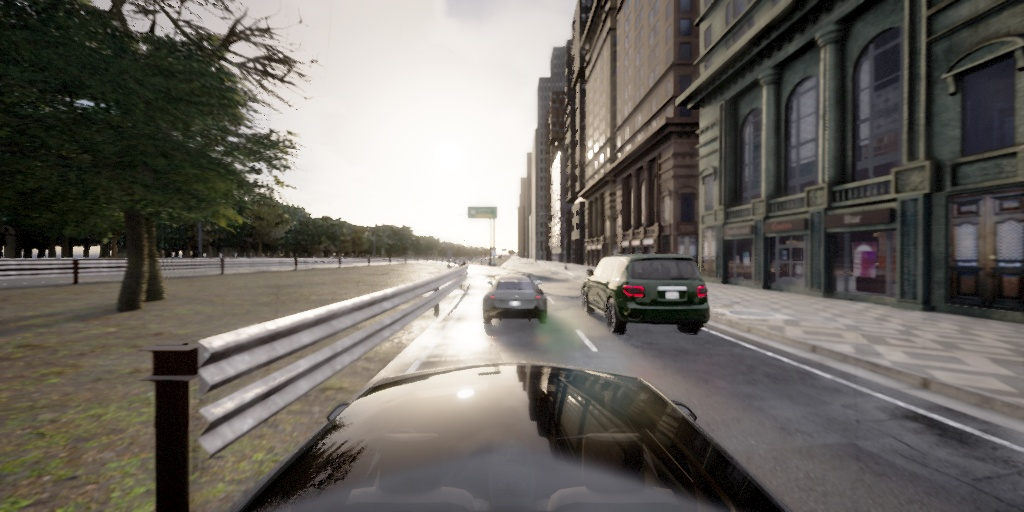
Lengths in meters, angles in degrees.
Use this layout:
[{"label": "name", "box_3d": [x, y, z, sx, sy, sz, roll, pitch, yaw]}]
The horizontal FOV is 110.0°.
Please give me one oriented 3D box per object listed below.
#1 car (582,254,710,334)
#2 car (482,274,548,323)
[{"label": "car", "box_3d": [3.595, 0.967, 10.714, 2.150, 2.045, 5.566, 0, 0, 0]}, {"label": "car", "box_3d": [0.095, 1.308, 12.130, 1.994, 1.385, 4.181, 0, 0, 0]}]
